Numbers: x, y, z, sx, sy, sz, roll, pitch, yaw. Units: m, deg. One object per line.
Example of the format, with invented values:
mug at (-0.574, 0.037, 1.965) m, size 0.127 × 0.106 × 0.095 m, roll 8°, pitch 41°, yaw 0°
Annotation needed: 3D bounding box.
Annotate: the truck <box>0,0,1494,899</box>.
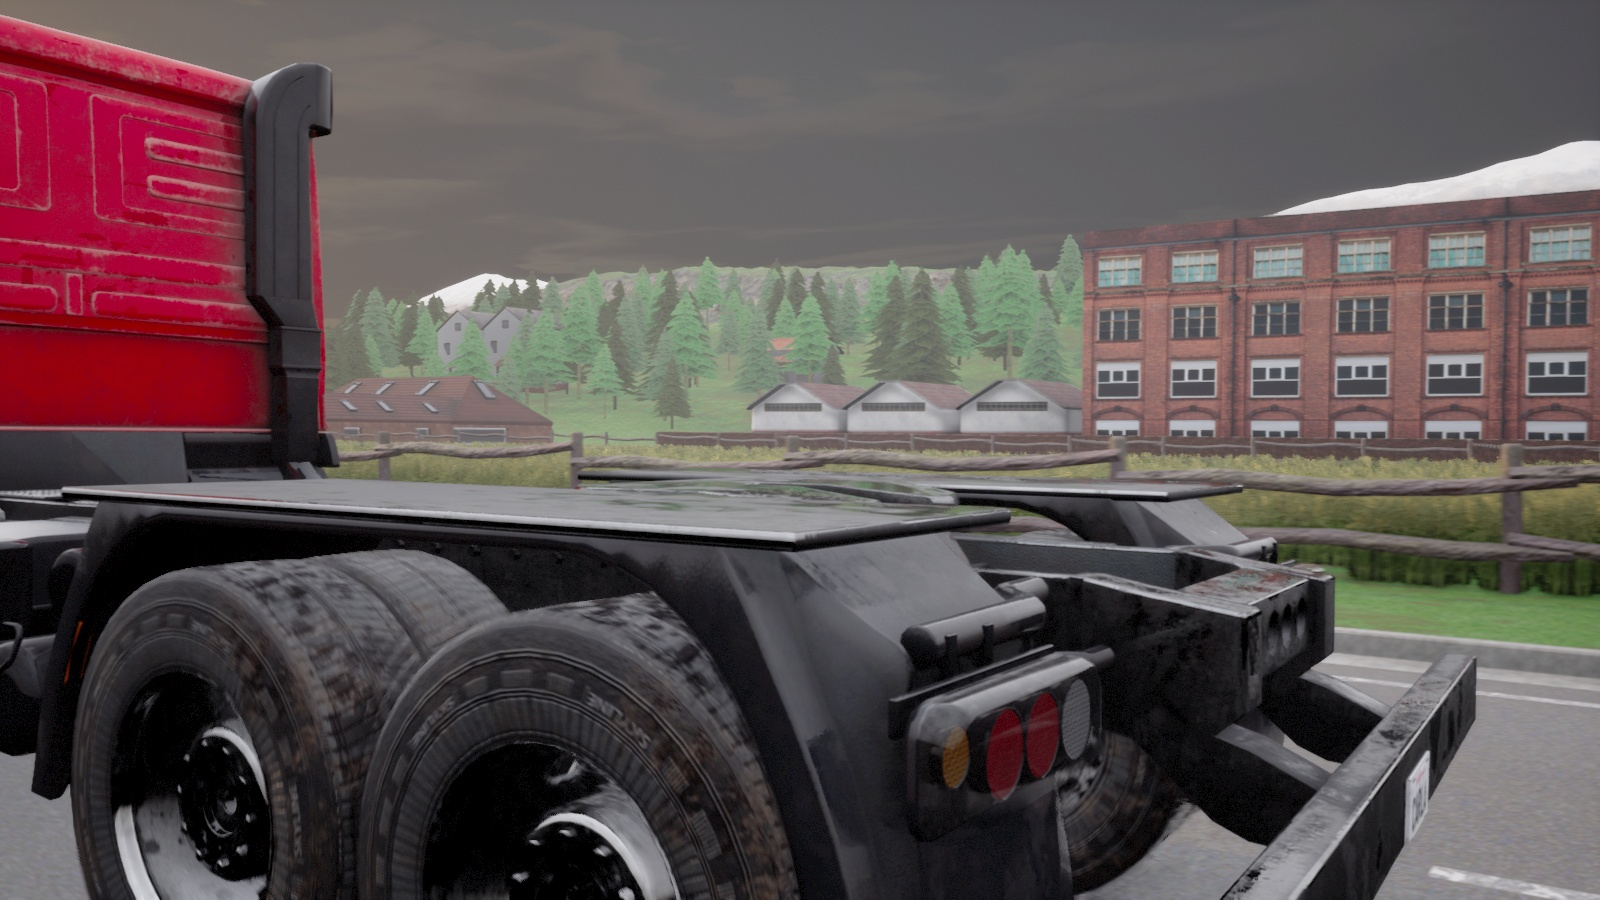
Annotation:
truck at (-1.949, -0.301, 4.899) m, size 7.936 × 3.462 × 2.891 m, roll 0°, pitch 1°, yaw 34°
